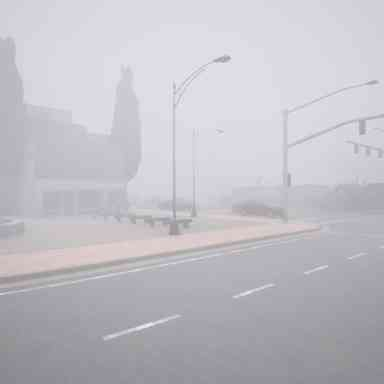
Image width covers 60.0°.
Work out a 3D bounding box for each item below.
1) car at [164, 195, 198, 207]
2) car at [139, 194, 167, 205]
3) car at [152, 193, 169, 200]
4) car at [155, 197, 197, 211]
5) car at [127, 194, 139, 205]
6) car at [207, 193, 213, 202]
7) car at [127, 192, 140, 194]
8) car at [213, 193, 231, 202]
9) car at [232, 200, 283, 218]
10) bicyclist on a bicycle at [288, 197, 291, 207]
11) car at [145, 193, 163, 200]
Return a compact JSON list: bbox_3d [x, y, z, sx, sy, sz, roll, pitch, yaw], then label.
[{"bbox_3d":[-1.232,1.492,44.614,2.128,1.511,4.902,0,0,-40],"label":"car"},{"bbox_3d":[-6.379,1.490,56.402,2.128,1.511,4.902,0,0,-40],"label":"car"},{"bbox_3d":[-8.163,1.156,85.858,3.866,1.878,1.905,0,0,-42],"label":"car"},{"bbox_3d":[-1.988,1.601,40.090,1.895,1.301,4.718,0,0,-40],"label":"car"},{"bbox_3d":[-11.252,1.477,56.515,1.882,1.535,5.008,0,0,-40],"label":"car"},{"bbox_3d":[4.935,1.156,71.245,3.866,1.878,1.905,0,0,-42],"label":"car"},{"bbox_3d":[-12.615,1.098,69.015,2.150,2.045,5.566,0,0,-40],"label":"car"},{"bbox_3d":[6.855,1.395,69.078,3.806,1.475,1.970,0,0,-42],"label":"car"},{"bbox_3d":[6.328,1.478,30.280,1.882,1.535,5.008,0,0,-40],"label":"car"},{"bbox_3d":[12.889,1.261,44.859,1.656,1.620,0.582,-7,4,-40],"label":"bicyclist on a bicycle"},{"bbox_3d":[-10.050,1.153,88.053,4.605,1.855,1.932,0,0,-42],"label":"car"}]
